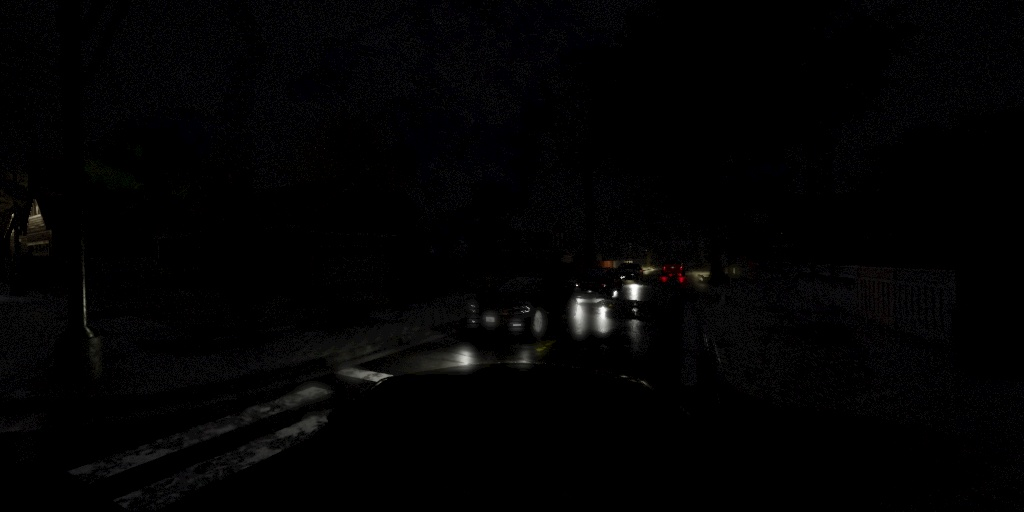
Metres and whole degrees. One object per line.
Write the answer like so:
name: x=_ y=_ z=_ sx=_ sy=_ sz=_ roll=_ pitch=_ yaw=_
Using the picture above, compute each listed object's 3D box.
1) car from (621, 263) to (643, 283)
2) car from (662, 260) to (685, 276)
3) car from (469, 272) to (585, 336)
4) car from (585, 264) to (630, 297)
car: x=9.405 y=1.323 z=28.896 sx=1.837 sy=1.490 sz=4.892 roll=-1 pitch=-1 yaw=27
car: x=17.085 y=1.178 z=37.893 sx=2.097 sy=1.767 sz=4.553 roll=-1 pitch=-1 yaw=27
car: x=0.567 y=1.281 z=11.042 sx=1.882 sy=1.535 sz=5.008 roll=-1 pitch=0 yaw=26
car: x=4.950 y=1.351 z=19.915 sx=2.033 sy=1.411 sz=5.357 roll=-1 pitch=0 yaw=25
